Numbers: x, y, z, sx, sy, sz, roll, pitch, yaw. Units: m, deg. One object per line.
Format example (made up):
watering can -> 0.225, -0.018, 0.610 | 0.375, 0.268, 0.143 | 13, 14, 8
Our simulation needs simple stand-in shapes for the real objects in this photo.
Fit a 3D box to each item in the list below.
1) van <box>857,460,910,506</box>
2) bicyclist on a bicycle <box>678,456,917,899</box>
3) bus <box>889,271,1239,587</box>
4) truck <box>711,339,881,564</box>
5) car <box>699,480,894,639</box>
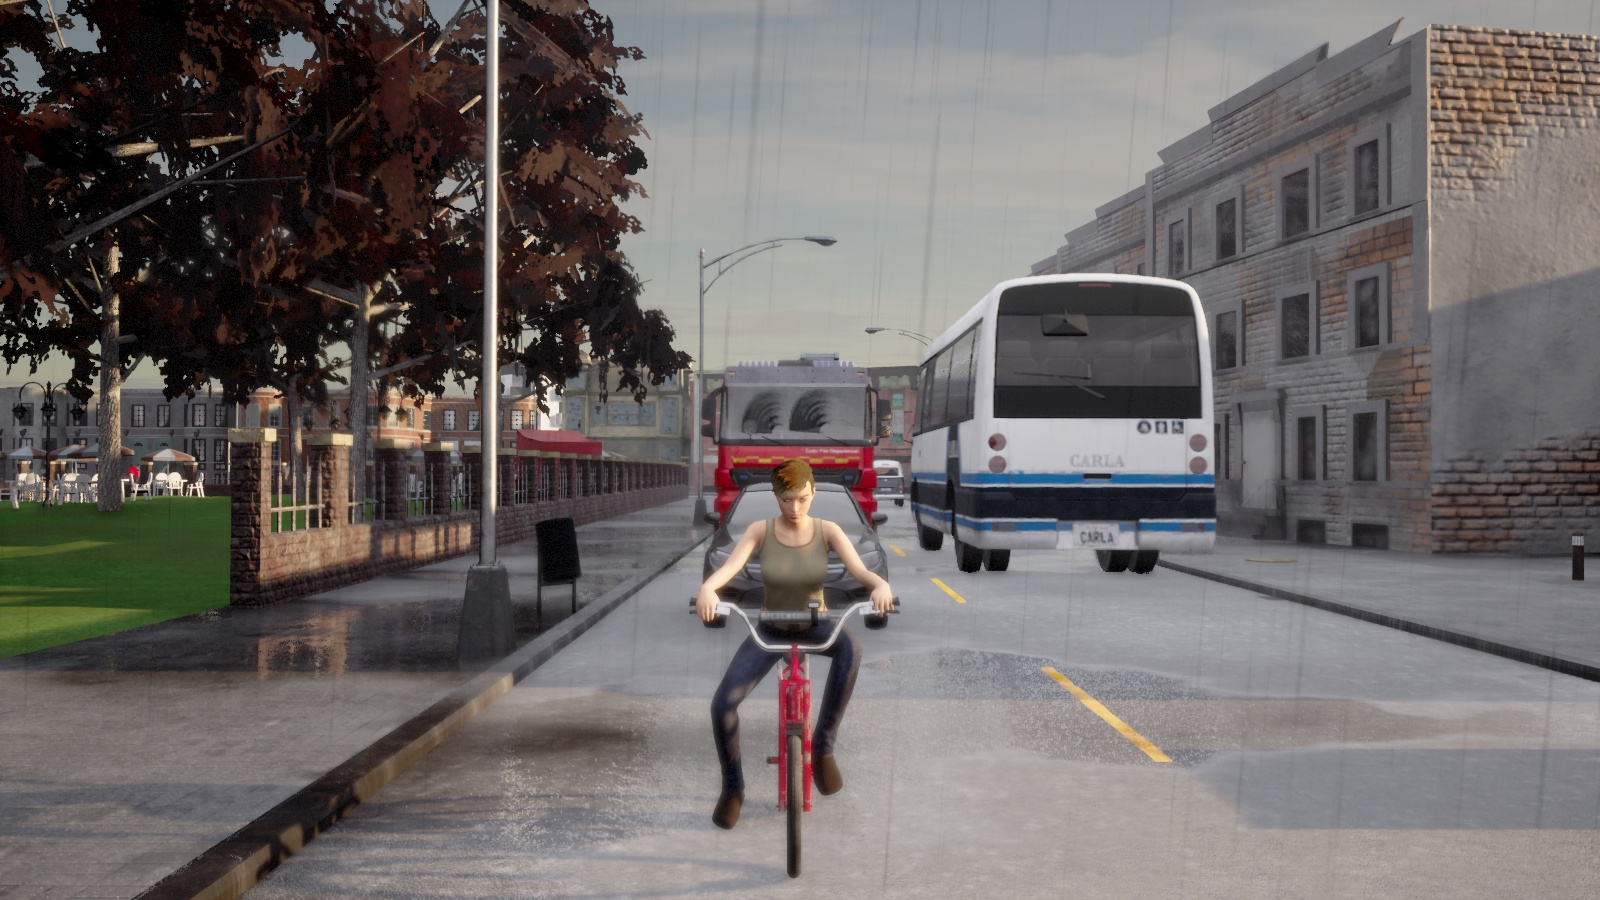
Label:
van -> 3.783, 1.487, 57.577 | 2.069, 2.038, 4.480 | 0, -1, 0
bicyclist on a bicycle -> -0.018, 0.841, 5.330 | 0.866, 1.612, 1.509 | 0, -1, -1
bus -> 3.927, -0.207, 22.107 | 3.944, 4.253, 10.273 | 0, -1, 0
truck -> -0.086, 0.077, 25.619 | 2.891, 3.827, 8.468 | 0, -1, 0
car -> -0.041, 1.076, 14.025 | 1.812, 1.442, 4.674 | 0, -1, 0
